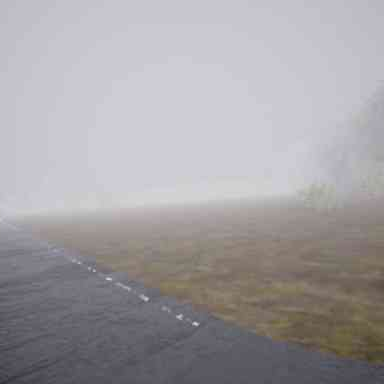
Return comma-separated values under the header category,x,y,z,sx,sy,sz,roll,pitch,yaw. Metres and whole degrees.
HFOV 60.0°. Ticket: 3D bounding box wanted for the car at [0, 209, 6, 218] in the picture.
category,x,y,z,sx,sy,sz,roll,pitch,yaw
car,-43.180,4.730,73.463,2.150,2.045,5.566,-4,0,-25
